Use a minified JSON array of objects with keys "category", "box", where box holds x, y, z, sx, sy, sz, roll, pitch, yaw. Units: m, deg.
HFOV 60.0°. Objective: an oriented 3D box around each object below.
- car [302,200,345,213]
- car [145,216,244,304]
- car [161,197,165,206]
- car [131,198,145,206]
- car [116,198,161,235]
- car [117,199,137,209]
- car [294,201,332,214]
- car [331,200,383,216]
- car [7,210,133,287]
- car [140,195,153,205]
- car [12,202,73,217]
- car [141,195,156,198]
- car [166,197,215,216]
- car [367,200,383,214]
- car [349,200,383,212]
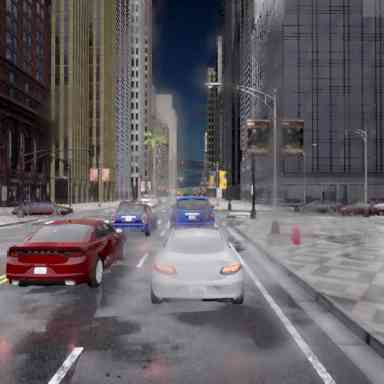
[{"category":"car","box":[15.213,1.660,38.635,4.313,1.339,1.947,0,0,-1]},{"category":"car","box":[0.105,1.534,8.020,1.812,1.442,4.674,0,0,0]},{"category":"car","box":[-6.525,1.802,60.630,1.837,1.490,4.892,0,0,1]},{"category":"car","box":[-9.774,1.824,60.786,1.812,1.442,4.674,0,0,1]},{"category":"car","box":[-3.136,1.390,18.619,2.097,1.767,4.553,0,0,0]},{"category":"car","box":[-9.810,1.776,50.877,2.033,1.411,5.357,0,0,0]},{"category":"car","box":[13.224,1.633,35.852,4.181,1.385,1.994,0,-1,-1]},{"category":"car","box":[15.337,1.575,30.112,4.206,1.307,1.802,0,0,-1]},{"category":"car","box":[-3.145,1.488,9.392,1.882,1.535,5.008,0,0,0]},{"category":"car","box":[-9.697,1.606,71.360,2.150,2.045,5.566,0,0,0]},{"category":"car","box":[-14.371,1.679,32.169,5.357,1.411,2.033,-1,0,0]},{"category":"car","box":[-6.561,1.450,50.918,2.150,2.045,5.566,0,0,0]},{"category":"car","box":[0.039,1.256,17.722,2.150,2.045,5.566,0,0,1]},{"category":"car","box":[21.777,1.566,35.977,4.674,1.442,1.812,0,-1,-1]},{"category":"car","box":[20.853,1.641,38.719,4.313,1.339,1.947,0,0,-1]}]
